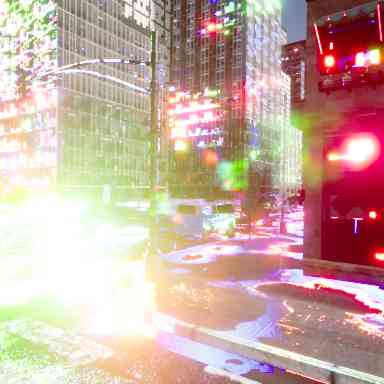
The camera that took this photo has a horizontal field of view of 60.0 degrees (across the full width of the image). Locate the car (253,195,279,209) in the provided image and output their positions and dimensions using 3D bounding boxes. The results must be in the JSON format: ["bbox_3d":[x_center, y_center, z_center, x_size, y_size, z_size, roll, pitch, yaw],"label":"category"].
[{"bbox_3d":[9.898,1.294,44.448,1.967,1.590,4.097,1,1,35],"label":"car"}]

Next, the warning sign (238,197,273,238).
[{"bbox_3d":[3.071,1.177,16.130,1.300,1.860,1.060,1,1,35],"label":"warning sign"}]

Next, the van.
[{"bbox_3d":[0.787,1.368,17.017,1.690,1.788,3.998,1,1,35],"label":"van"}]

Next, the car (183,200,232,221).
[{"bbox_3d":[1.411,1.448,27.942,1.812,1.442,4.674,1,1,35],"label":"car"}]

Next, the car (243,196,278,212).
[{"bbox_3d":[7.244,1.383,36.184,1.882,1.535,5.008,1,1,35],"label":"car"}]

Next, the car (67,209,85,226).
[{"bbox_3d":[-6.061,1.467,21.854,1.947,1.339,4.313,1,1,35],"label":"car"}]

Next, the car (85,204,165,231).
[{"bbox_3d":[-3.844,1.541,20.505,1.895,1.301,4.718,1,1,35],"label":"car"}]

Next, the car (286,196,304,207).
[{"bbox_3d":[16.021,1.432,48.457,2.033,1.411,5.357,1,1,35],"label":"car"}]
